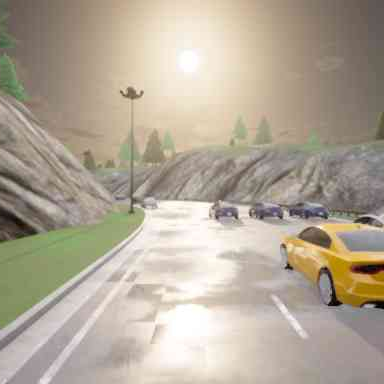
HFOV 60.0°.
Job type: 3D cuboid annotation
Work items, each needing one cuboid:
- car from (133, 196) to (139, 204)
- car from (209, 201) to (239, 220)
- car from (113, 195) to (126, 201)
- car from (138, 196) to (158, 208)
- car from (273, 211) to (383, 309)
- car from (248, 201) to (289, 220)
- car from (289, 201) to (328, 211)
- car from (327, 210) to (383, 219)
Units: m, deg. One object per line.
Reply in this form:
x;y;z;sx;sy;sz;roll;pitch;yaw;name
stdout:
-9.910;1.420;61.321;2.128;1.511;4.902;0;0;-25;car
2.575;1.494;27.598;1.812;1.442;4.674;0;0;-7;car
-16.192;1.297;74.113;1.812;1.442;4.674;0;0;-31;car
-5.937;1.473;46.194;1.812;1.442;4.674;0;0;-16;car
3.566;1.468;7.966;1.882;1.535;5.008;0;0;0;car
6.081;1.494;27.642;1.812;1.442;4.674;0;0;-7;car
9.594;1.494;27.695;1.812;1.442;4.674;0;0;-6;car
7.037;1.511;12.374;1.812;1.442;4.674;0;0;-1;car
